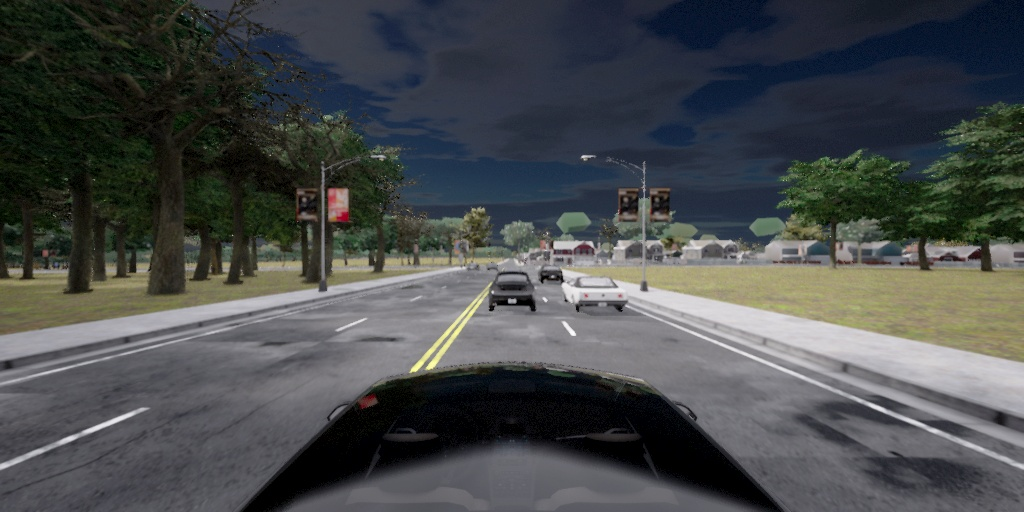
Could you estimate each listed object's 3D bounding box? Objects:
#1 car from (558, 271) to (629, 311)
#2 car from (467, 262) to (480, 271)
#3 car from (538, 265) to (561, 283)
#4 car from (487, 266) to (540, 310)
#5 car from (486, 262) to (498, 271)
[{"bbox_3d":[3.272,1.480,15.091,1.895,1.301,4.718,0,-1,0],"label":"car"},{"bbox_3d":[-6.547,1.823,60.930,2.128,1.511,4.902,0,-1,1],"label":"car"},{"bbox_3d":[3.284,1.514,31.102,1.882,1.535,5.008,0,0,0],"label":"car"},{"bbox_3d":[0.025,1.389,15.361,1.837,1.490,4.892,0,0,0],"label":"car"},{"bbox_3d":[-3.296,1.834,60.843,1.837,1.490,4.892,0,0,1],"label":"car"}]
